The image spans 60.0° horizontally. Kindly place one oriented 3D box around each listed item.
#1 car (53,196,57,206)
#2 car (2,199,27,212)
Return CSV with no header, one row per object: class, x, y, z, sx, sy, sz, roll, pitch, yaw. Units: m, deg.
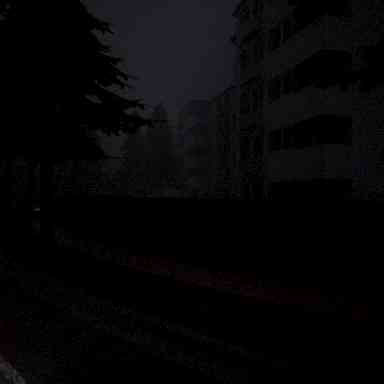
car,-19.145,1.337,49.160,2.097,1.767,4.553,0,0,16
car,-20.175,1.550,38.783,1.994,1.385,4.181,0,0,2
